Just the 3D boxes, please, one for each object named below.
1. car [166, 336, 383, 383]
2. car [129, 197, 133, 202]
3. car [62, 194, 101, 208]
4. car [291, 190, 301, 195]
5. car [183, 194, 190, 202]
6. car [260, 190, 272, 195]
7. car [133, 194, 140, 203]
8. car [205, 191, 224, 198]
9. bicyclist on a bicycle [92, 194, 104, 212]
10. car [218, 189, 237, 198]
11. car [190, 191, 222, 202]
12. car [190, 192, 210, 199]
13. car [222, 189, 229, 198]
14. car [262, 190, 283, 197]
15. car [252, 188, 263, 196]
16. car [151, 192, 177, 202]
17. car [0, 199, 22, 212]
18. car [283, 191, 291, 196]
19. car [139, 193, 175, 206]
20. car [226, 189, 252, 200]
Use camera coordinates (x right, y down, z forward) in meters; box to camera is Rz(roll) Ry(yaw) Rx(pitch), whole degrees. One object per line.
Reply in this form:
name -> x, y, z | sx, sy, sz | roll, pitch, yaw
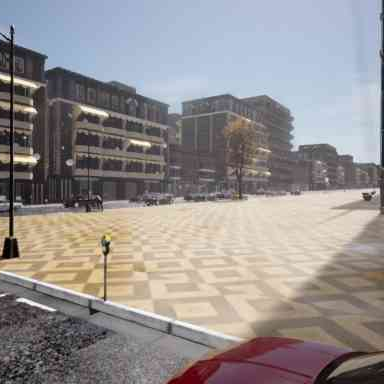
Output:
car -> 1.756, 1.545, 1.612 | 4.507, 1.381, 1.887 | 0, 0, 36
car -> -7.842, 0.913, 51.752 | 1.947, 1.339, 4.313 | 2, 2, 35
car -> -13.067, 1.075, 39.678 | 1.837, 1.490, 4.892 | 1, 1, 35
car -> 27.587, 0.080, 88.178 | 1.967, 1.590, 4.097 | 2, 2, 35
car -> 0.760, 0.834, 54.105 | 2.033, 1.411, 5.357 | 1, 1, 35
car -> 20.697, 0.118, 92.953 | 1.887, 1.381, 4.507 | 2, 2, 35
car -> -5.994, 0.868, 49.862 | 2.128, 1.511, 4.902 | 1, 1, 35
car -> 4.745, 0.529, 69.923 | 1.752, 1.417, 4.829 | 2, 2, 35
bicyclist on a bicycle -> -8.694, 1.020, 30.646 | 1.656, 1.620, 0.582 | 0, 1, 35
car -> 8.016, 0.230, 74.636 | 2.192, 1.841, 5.009 | 2, 2, 35
car -> 2.217, 0.879, 51.558 | 2.008, 1.369, 4.403 | 2, 2, 35
car -> 1.671, 0.653, 65.486 | 1.947, 1.339, 4.313 | 2, 2, 35
car -> 6.619, 0.673, 62.656 | 2.033, 1.411, 5.357 | 1, 1, 35
car -> 18.073, 0.448, 74.448 | 2.008, 1.369, 4.403 | 2, 2, 35
car -> 17.529, -0.027, 88.369 | 2.192, 1.841, 5.009 | 2, 2, 35
car -> -4.671, 0.811, 56.330 | 2.008, 1.369, 4.403 | 2, 2, 35
car -> -18.797, 1.330, 31.412 | 1.895, 1.301, 4.718 | 1, 1, 35
car -> 21.244, 0.362, 79.025 | 2.008, 1.369, 4.403 | 2, 2, 35
car -> -4.125, 1.053, 42.402 | 2.008, 1.369, 4.403 | 2, 2, 35
car -> 8.657, 0.677, 60.853 | 1.752, 1.417, 4.829 | 2, 2, 35
